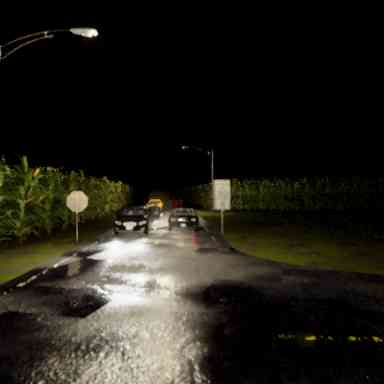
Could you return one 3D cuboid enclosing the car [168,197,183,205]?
[{"bbox_3d":[-2.530,1.624,51.231,2.097,1.767,4.553,0,0,-6],"label":"car"}]

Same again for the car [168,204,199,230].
[{"bbox_3d":[-0.544,1.712,22.086,1.895,1.301,4.718,0,0,-1],"label":"car"}]

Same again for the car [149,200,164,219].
[{"bbox_3d":[-3.818,1.702,30.492,2.033,1.411,5.357,0,0,-3],"label":"car"}]

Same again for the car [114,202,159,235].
[{"bbox_3d":[-3.292,1.590,19.471,2.128,1.511,4.902,0,0,-2],"label":"car"}]

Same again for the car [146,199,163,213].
[{"bbox_3d":[-4.538,1.690,40.954,1.882,1.535,5.008,0,0,-4],"label":"car"}]
